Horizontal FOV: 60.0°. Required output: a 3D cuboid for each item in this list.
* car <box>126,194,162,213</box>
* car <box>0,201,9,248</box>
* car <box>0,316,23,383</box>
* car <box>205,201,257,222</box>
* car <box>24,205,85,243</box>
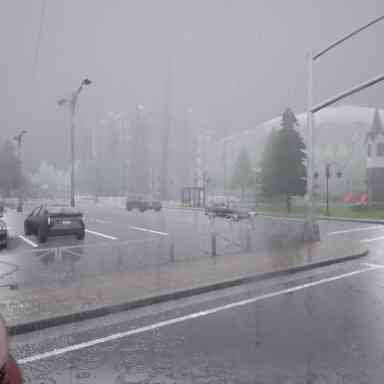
[{"bbox_3d":[-5.617,1.221,38.050,2.150,2.045,5.566,0,0,-37],"label":"car"},{"bbox_3d":[-8.884,1.331,13.426,2.152,1.636,5.027,0,0,-36],"label":"car"},{"bbox_3d":[-3.523,1.477,1.404,5.008,1.535,1.882,0,0,-35],"label":"car"},{"bbox_3d":[3.010,1.491,26.344,2.128,1.511,4.902,0,0,-36],"label":"car"},{"bbox_3d":[-6.372,1.340,15.306,2.007,1.523,4.514,0,0,-36],"label":"car"}]
